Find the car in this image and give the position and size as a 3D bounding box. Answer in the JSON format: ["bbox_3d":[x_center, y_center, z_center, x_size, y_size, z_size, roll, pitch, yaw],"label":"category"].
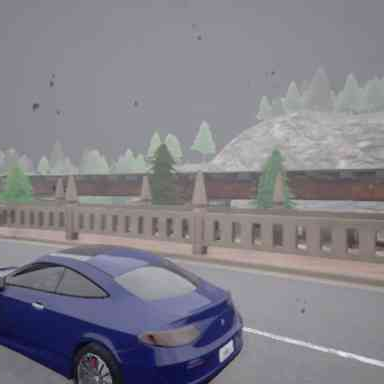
[{"bbox_3d":[-1.565,1.507,4.782,4.674,1.442,1.812,0,0,33],"label":"car"}]
